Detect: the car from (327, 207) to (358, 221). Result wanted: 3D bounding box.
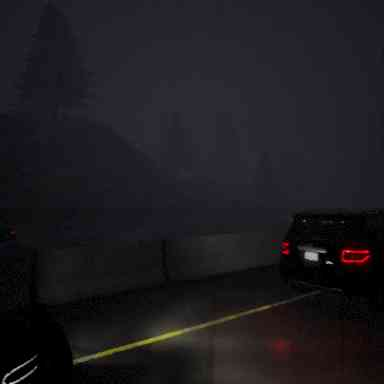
[{"bbox_3d":[18.237,2.589,40.060,2.033,1.411,5.357,-2,-2,39],"label":"car"}]

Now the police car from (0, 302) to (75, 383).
[{"bbox_3d":[-3.674,1.531,2.481,5.238,1.638,1.930,1,-2,-34],"label":"police car"}]

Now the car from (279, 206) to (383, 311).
[{"bbox_3d":[4.568,1.446,8.498,5.566,2.045,2.150,1,-2,-38],"label":"car"}]

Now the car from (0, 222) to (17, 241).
[{"bbox_3d":[-11.953,2.128,16.922,5.357,1.411,2.033,1,-2,-35],"label":"car"}]

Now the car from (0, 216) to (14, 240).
[{"bbox_3d":[-13.366,2.251,20.270,4.181,1.385,1.994,1,-2,-35],"label":"car"}]

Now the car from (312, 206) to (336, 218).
[{"bbox_3d":[18.186,2.729,45.650,1.812,1.442,4.674,-2,-2,38],"label":"car"}]

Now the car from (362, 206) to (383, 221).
[{"bbox_3d":[21.263,2.447,38.288,1.882,1.535,5.008,-2,-2,39],"label":"car"}]

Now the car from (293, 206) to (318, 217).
[{"bbox_3d":[17.130,2.884,49.979,2.033,1.411,5.357,-2,-2,37],"label":"car"}]
